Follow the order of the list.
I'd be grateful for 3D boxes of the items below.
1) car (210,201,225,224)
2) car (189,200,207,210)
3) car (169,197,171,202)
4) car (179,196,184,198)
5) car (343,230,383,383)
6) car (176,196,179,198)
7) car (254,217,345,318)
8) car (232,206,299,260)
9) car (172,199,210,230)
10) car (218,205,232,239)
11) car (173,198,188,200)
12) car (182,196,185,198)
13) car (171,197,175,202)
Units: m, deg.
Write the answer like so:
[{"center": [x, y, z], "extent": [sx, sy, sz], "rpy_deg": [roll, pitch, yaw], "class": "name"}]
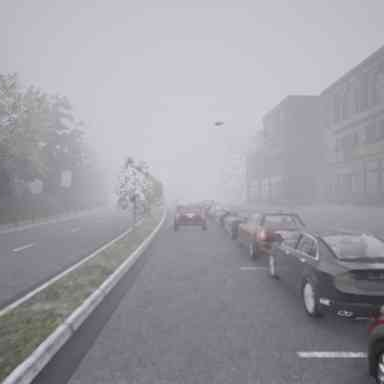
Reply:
[{"center": [2.552, 1.827, 29.892], "extent": [2.002, 1.452, 4.674], "rpy_deg": [0, -1, -3], "class": "car"}, {"center": [0.904, 1.984, 52.078], "extent": [2.231, 1.521, 4.892], "rpy_deg": [0, -1, -5], "class": "car"}, {"center": [-3.889, 2.194, 85.126], "extent": [2.231, 1.521, 4.892], "rpy_deg": [0, 0, -11], "class": "car"}, {"center": [-1.108, 2.108, 68.840], "extent": [1.946, 1.575, 5.366], "rpy_deg": [0, 0, -8], "class": "car"}, {"center": [3.052, 1.380, 1.969], "extent": [2.185, 1.767, 4.553], "rpy_deg": [0, -1, 0], "class": "car"}, {"center": [-1.949, 2.141, 74.341], "extent": [1.946, 1.575, 5.366], "rpy_deg": [0, 0, -9], "class": "car"}, {"center": [3.060, 1.565, 7.538], "extent": [2.231, 1.521, 4.892], "rpy_deg": [0, -1, 0], "class": "car"}, {"center": [3.067, 1.496, 13.067], "extent": [2.185, 1.767, 4.553], "rpy_deg": [1, -1, 0], "class": "car"}, {"center": [-0.165, 1.588, 23.137], "extent": [2.097, 1.767, 4.553], "rpy_deg": [0, -1, -2], "class": "car"}, {"center": [2.957, 1.708, 18.686], "extent": [2.163, 1.488, 4.792], "rpy_deg": [0, -1, -1], "class": "car"}, {"center": [-1.163, 1.881, 41.345], "extent": [1.882, 1.535, 5.008], "rpy_deg": [0, -1, -4], "class": "car"}, {"center": [-0.341, 2.070, 63.138], "extent": [2.097, 1.535, 5.008], "rpy_deg": [0, 0, -7], "class": "car"}, {"center": [-2.869, 1.920, 79.674], "extent": [2.435, 2.045, 5.566], "rpy_deg": [0, 0, -10], "class": "car"}]
